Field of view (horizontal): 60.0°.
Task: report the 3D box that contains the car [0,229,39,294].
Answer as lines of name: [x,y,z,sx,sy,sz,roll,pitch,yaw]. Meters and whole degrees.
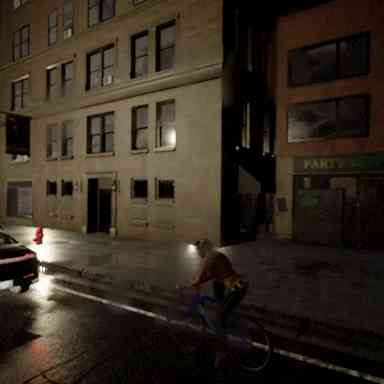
car: [-5.444,1.519,7.621,4.902,1.511,2.128,0,0,36]

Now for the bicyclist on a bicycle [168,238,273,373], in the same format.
bicyclist on a bicycle: [0.299,1.460,4.464,1.656,1.620,0.582,-1,0,36]
